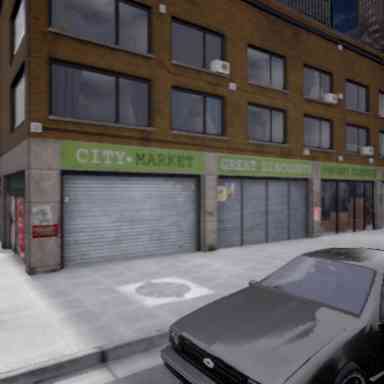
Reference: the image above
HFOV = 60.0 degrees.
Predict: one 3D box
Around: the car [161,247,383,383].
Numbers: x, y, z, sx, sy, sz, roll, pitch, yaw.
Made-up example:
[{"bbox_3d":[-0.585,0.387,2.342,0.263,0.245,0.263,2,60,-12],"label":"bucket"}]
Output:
[{"bbox_3d":[2.269,1.552,4.673,5.357,1.411,2.033,0,0,-35],"label":"car"}]
